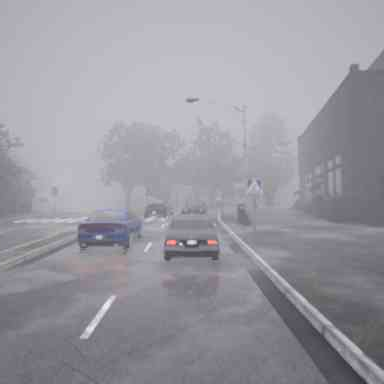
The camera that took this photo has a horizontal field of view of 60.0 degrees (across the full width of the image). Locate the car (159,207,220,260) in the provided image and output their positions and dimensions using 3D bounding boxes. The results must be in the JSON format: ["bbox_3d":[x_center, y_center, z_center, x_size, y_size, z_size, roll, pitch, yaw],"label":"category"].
[{"bbox_3d":[-0.027,1.512,12.254,2.033,1.411,5.357,0,0,0],"label":"car"}]

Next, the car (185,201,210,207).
[{"bbox_3d":[0.369,1.435,27.860,1.895,1.301,4.718,-1,1,6],"label":"car"}]

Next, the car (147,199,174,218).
[{"bbox_3d":[-2.771,1.373,28.755,1.837,1.490,4.892,-1,0,6],"label":"car"}]

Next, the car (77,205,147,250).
[{"bbox_3d":[-3.297,1.440,14.225,1.882,1.535,5.008,0,0,0],"label":"car"}]
